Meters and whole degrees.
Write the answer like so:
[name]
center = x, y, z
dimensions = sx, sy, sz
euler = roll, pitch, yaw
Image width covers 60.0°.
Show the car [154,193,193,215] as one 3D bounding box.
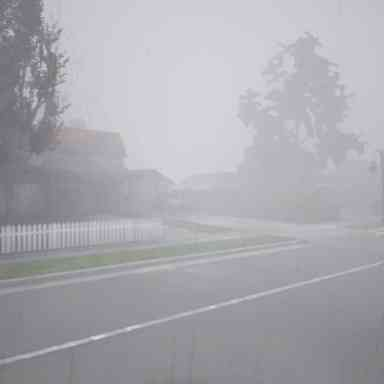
[car]
center = -1.672, 0.996, 28.413
dimensions = 1.905, 1.878, 3.866
euler = 0, 0, -35
